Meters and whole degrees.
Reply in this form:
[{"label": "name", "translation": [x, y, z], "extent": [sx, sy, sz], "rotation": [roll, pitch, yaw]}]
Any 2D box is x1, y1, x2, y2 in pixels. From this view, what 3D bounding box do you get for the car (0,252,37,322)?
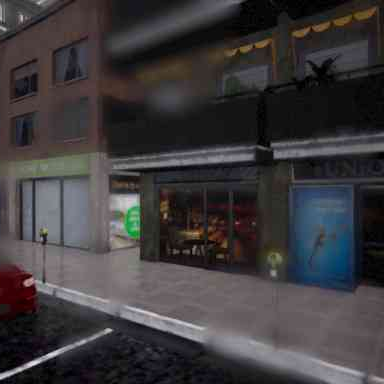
[{"label": "car", "translation": [-4.475, 1.580, 6.076], "extent": [4.206, 1.307, 1.802], "rotation": [0, 0, 36]}]
